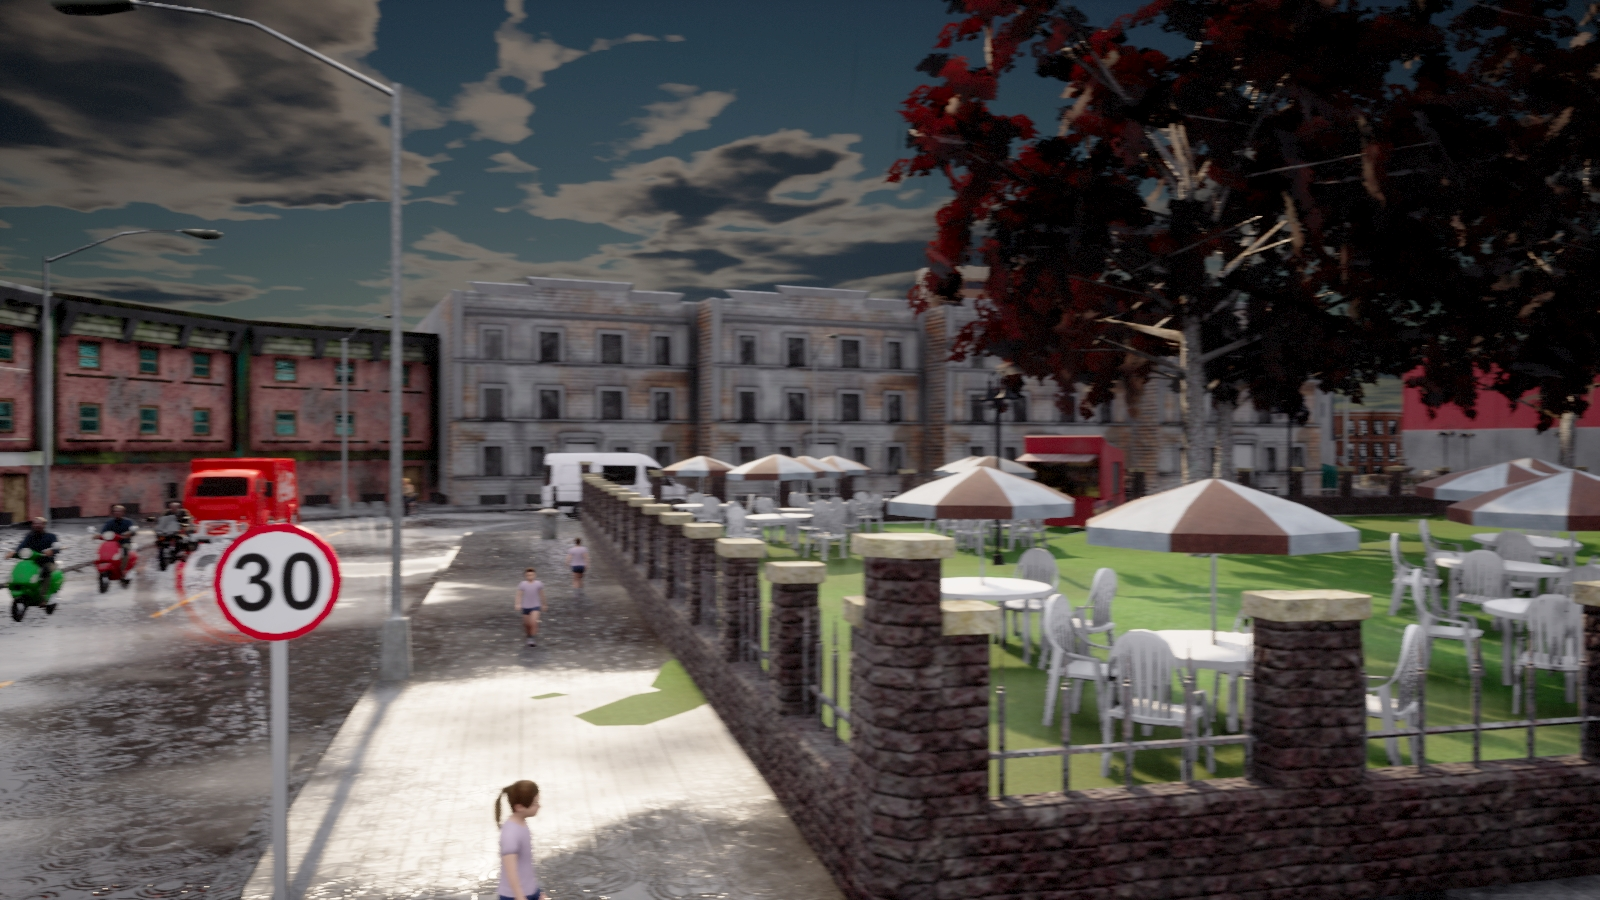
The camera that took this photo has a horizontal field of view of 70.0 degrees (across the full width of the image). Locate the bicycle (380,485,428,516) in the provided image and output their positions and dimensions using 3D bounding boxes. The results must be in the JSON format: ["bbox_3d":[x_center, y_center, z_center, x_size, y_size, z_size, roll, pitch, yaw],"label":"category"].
[{"bbox_3d":[-15.092,1.902,43.541,0.859,1.080,1.487,0,1,34],"label":"bicycle"}]

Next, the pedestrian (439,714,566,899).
[{"bbox_3d":[-1.412,1.878,5.483,0.500,1.100,0.500,0,0,-3],"label":"pedestrian"}]

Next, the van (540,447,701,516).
[{"bbox_3d":[-7.004,1.181,44.779,5.915,2.561,1.988,0,0,-23],"label":"van"}]

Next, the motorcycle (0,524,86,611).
[{"bbox_3d":[-12.589,1.898,18.840,0.856,1.236,1.805,0,0,-14],"label":"motorcycle"}]

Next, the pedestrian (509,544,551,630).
[{"bbox_3d":[-3.660,1.849,15.518,0.500,1.100,0.500,0,0,-7],"label":"pedestrian"}]

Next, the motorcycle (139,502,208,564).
[{"bbox_3d":[-14.490,1.897,26.492,0.867,1.251,2.209,0,0,-14],"label":"motorcycle"}]

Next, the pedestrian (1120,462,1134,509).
[{"bbox_3d":[13.073,1.402,45.722,0.375,1.860,0.375,0,0,-31],"label":"pedestrian"}]

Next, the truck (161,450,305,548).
[{"bbox_3d":[-15.654,1.244,31.897,2.627,2.467,5.204,0,0,-15],"label":"truck"}]

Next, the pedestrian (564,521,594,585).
[{"bbox_3d":[-3.986,1.841,20.612,0.500,1.100,0.500,0,0,-14],"label":"pedestrian"}]

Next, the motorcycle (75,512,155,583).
[{"bbox_3d":[-13.469,1.886,22.520,0.856,1.236,1.805,0,0,-13],"label":"motorcycle"}]
